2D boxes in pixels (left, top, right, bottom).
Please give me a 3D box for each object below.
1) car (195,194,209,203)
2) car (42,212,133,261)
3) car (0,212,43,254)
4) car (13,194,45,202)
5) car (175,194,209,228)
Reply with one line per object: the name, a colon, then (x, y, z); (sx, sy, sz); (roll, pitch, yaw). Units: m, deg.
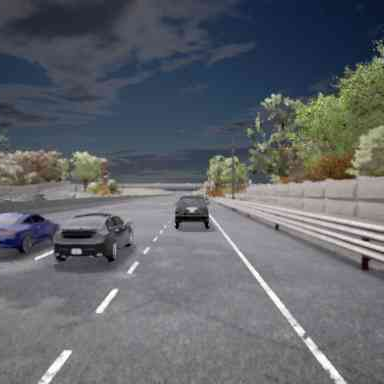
car: (2.539, 1.517, 81.120); (2.150, 2.045, 5.566); (0, -1, 14)
car: (-3.400, 1.510, 12.210); (1.837, 1.490, 4.892); (0, 0, 0)
car: (-6.903, 1.532, 13.415); (1.812, 1.442, 4.674); (0, 0, 0)
car: (-21.060, 1.281, 43.214); (2.150, 2.045, 5.566); (0, 0, 0)
car: (-0.002, 1.239, 22.642); (2.150, 2.045, 5.566); (0, 0, 0)
